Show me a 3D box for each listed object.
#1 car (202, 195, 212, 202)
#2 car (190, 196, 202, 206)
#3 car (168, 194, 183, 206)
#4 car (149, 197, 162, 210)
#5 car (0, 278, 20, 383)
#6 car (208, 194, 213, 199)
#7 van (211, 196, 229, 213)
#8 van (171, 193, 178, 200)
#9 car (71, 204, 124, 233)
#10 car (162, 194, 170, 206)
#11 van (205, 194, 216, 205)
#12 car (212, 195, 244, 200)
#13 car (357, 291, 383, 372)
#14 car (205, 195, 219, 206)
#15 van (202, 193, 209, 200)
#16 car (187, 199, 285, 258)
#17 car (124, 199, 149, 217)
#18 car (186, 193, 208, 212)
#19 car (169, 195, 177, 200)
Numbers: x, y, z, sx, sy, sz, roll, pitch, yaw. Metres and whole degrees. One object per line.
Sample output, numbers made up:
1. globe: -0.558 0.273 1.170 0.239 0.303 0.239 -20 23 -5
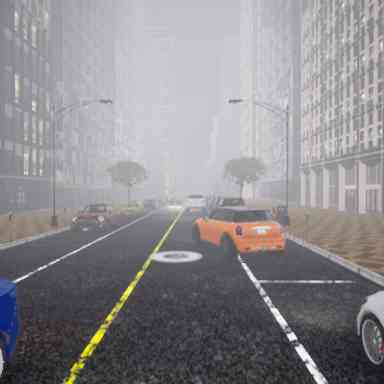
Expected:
1. car: 3.403 1.475 76.095 2.008 1.369 4.403 -1 0 1
2. car: 0.613 1.426 54.740 1.882 1.535 5.008 0 0 1
3. car: -2.536 1.441 53.881 2.128 1.511 4.902 0 0 1
4. car: -5.301 1.527 42.075 1.947 1.339 4.313 -1 0 1
5. car: -3.085 1.476 2.070 1.882 1.535 5.008 0 0 1
6. car: 2.969 1.287 30.629 2.192 1.841 5.009 -1 0 1
7. van: 3.023 1.308 36.312 1.690 1.788 3.998 -1 0 1
8. van: -4.816 1.245 93.226 1.690 1.788 3.998 -1 0 1
9. car: -5.518 1.423 19.341 1.967 1.590 4.097 -1 0 1
10. car: -5.193 1.500 53.442 2.008 1.369 4.403 -1 0 1
11. van: 3.239 1.284 59.045 1.690 1.788 3.998 -1 0 1
12. car: 2.915 1.293 24.945 2.192 1.841 5.009 -1 0 1
13. car: 3.172 1.523 2.672 1.812 1.442 4.674 0 0 1
14. car: 3.186 1.389 53.362 1.967 1.590 4.097 -1 0 1
15. van: 3.509 1.252 87.463 1.690 1.788 3.998 -1 0 1
16. car: 1.604 1.340 13.024 2.097 1.767 4.553 0 0 -19
17. car: -5.411 1.498 30.538 1.752 1.417 4.829 -1 0 1
18. car: 0.458 1.183 38.732 2.150 2.045 5.566 0 0 1
19. car: -4.869 1.493 87.543 1.802 1.307 4.206 -1 0 1
